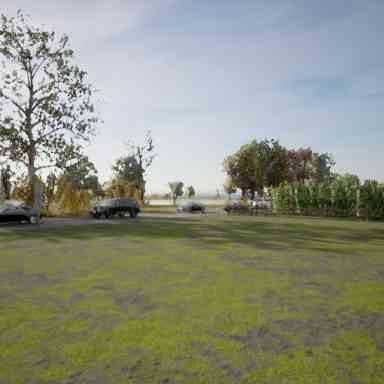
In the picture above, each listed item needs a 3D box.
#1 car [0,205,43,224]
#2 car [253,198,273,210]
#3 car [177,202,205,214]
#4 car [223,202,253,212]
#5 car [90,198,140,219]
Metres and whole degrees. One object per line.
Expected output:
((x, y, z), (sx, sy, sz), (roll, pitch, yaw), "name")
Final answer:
((-13.901, 1.733, 25.351), (2.128, 1.511, 4.902), (-1, -1, 35), "car")
((12.518, 2.050, 58.164), (2.150, 2.045, 5.566), (-1, -2, 35), "car")
((-0.084, 2.094, 45.081), (2.128, 1.511, 4.902), (-1, -2, 35), "car")
((6.582, 2.216, 49.579), (2.033, 1.411, 5.357), (-1, -2, 35), "car")
((-7.755, 1.623, 34.145), (2.150, 2.045, 5.566), (-1, -2, 35), "car")
